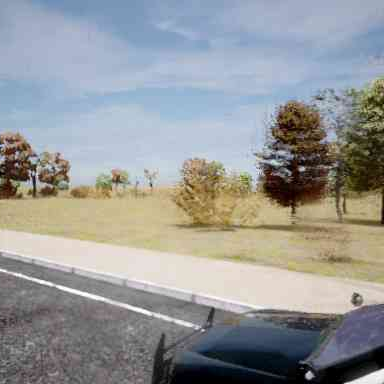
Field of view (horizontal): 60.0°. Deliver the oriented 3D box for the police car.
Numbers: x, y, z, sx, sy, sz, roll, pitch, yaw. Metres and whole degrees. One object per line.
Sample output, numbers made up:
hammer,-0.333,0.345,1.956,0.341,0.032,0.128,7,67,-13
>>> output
police car,1.915,1.507,2.196,4.974,1.542,2.038,0,0,35
